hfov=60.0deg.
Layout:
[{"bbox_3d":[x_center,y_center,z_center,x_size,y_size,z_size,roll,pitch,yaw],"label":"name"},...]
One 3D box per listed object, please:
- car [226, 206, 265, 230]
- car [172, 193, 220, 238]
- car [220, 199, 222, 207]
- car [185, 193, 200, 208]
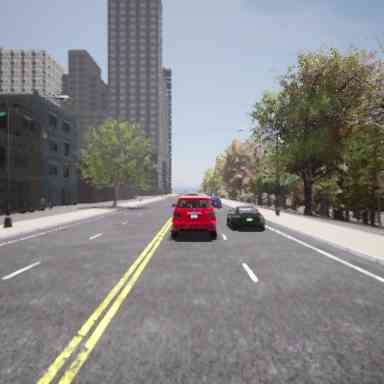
[{"bbox_3d":[3.346,1.566,21.286,1.994,1.385,4.181,0,0,0],"label":"car"},{"bbox_3d":[0.098,1.223,17.962,2.150,2.045,5.566,0,0,0],"label":"car"},{"bbox_3d":[3.345,1.482,49.757,1.882,1.535,5.008,0,0,0],"label":"car"},{"bbox_3d":[0.094,1.226,50.155,2.150,2.045,5.566,0,0,0],"label":"car"}]
